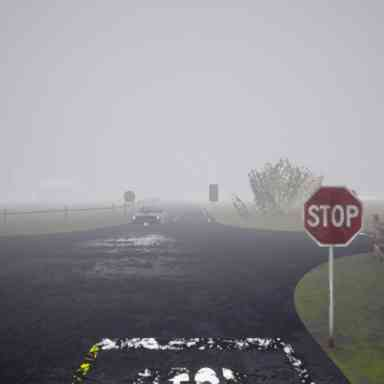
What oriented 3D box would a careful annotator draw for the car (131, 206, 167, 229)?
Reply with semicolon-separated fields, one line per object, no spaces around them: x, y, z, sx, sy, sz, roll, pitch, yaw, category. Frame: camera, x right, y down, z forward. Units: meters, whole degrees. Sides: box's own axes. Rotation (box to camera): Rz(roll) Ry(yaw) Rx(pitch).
-2.757;1.618;22.077;1.895;1.301;4.718;0;0;0;car
